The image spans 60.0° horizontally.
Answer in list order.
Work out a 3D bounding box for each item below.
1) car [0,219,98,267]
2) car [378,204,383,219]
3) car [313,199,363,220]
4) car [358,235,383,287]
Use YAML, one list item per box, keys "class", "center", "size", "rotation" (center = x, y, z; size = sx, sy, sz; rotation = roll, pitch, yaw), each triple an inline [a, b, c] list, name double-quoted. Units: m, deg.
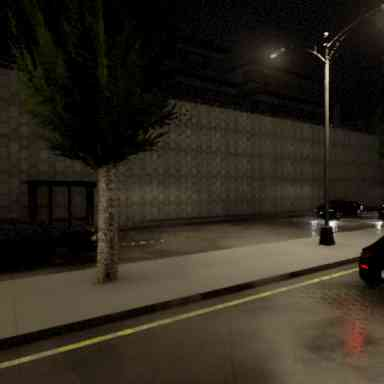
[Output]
- class: "car"
  center: [-5.541, 1.538, 9.867]
  size: [5.357, 1.411, 2.033]
  rotation: [-1, 0, -36]
- class: "car"
  center: [15.976, 1.288, 25.206]
  size: [4.892, 1.490, 1.837]
  rotation: [-1, 0, -35]
- class: "car"
  center: [11.652, 1.311, 26.425]
  size: [4.892, 1.490, 1.837]
  rotation: [0, 0, -35]
- class: "car"
  center: [5.737, 1.455, 7.838]
  size: [4.674, 1.442, 1.812]
  rotation: [0, 0, -36]
